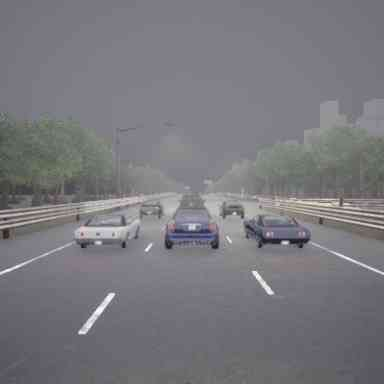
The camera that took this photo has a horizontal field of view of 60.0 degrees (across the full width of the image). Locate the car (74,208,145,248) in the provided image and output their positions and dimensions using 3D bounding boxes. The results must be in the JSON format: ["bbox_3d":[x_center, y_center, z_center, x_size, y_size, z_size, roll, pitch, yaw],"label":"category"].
[{"bbox_3d":[-3.500,1.616,14.680,1.895,1.301,4.718,0,0,0],"label":"car"}]

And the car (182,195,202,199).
[{"bbox_3d":[0.000,1.253,29.680,2.150,2.045,5.566,0,0,0],"label":"car"}]

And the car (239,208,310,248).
[{"bbox_3d":[3.500,1.616,14.680,1.895,1.301,4.718,0,0,0],"label":"car"}]

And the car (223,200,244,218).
[{"bbox_3d":[3.500,1.512,29.650,1.837,1.490,4.892,0,0,0],"label":"car"}]

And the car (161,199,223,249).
[{"bbox_3d":[0.000,1.366,14.620,2.097,1.767,4.553,0,0,0],"label":"car"}]

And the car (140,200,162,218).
[{"bbox_3d":[-3.500,1.491,29.650,2.128,1.511,4.902,0,0,0],"label":"car"}]
